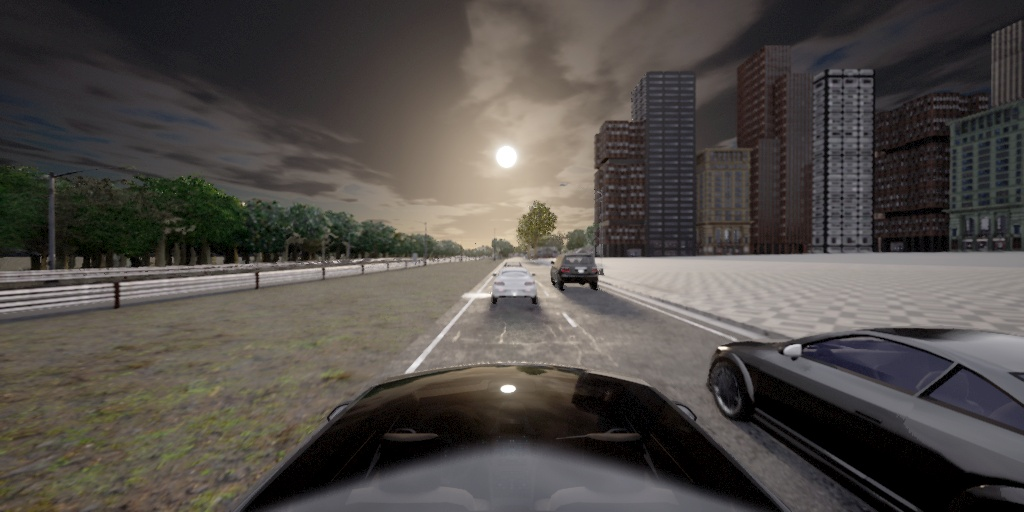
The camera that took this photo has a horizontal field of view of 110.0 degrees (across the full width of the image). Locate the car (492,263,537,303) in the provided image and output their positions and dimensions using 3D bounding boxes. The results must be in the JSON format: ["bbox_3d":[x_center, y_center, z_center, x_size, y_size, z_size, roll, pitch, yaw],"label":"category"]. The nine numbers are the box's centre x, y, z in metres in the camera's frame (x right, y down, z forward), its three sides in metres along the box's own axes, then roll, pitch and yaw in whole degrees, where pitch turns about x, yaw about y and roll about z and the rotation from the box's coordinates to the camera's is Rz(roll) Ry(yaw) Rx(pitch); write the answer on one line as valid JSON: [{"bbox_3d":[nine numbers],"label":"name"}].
[{"bbox_3d":[0.100,1.202,16.016,1.812,1.442,4.674,0,0,0],"label":"car"}]

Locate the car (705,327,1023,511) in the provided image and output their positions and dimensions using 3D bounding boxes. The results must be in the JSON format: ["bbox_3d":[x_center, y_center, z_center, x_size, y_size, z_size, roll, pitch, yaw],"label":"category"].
[{"bbox_3d":[3.600,1.309,3.130,1.994,1.385,4.181,0,0,0],"label":"car"}]

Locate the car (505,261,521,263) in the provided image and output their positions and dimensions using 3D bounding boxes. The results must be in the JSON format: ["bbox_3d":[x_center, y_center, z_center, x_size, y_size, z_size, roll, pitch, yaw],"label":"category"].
[{"bbox_3d":[0.100,1.165,33.783,1.895,1.301,4.718,0,0,0],"label":"car"}]

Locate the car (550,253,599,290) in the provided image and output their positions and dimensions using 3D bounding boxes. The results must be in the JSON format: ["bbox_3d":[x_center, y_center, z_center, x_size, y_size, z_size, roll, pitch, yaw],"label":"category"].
[{"bbox_3d":[3.601,0.864,21.388,2.150,2.045,5.566,0,0,0],"label":"car"}]
